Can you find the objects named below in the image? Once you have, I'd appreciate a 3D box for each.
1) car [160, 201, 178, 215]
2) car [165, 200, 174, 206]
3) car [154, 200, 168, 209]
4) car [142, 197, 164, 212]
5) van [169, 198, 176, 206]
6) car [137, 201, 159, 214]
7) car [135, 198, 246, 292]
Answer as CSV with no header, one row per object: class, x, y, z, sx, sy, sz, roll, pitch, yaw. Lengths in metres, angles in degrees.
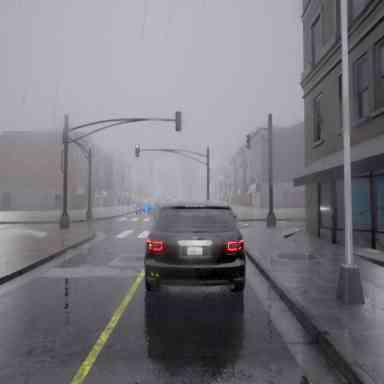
car,-2.613,1.804,38.803,1.837,1.490,4.892,0,-1,0
car,-5.151,2.562,76.812,1.887,1.381,4.507,1,-1,0
car,-5.193,2.122,55.654,1.887,1.381,4.507,2,-1,0
car,-5.208,1.694,45.080,2.192,1.841,5.009,2,-1,0
van,-5.125,2.600,87.394,1.690,1.788,3.998,1,-1,0
car,-5.225,1.841,40.091,2.008,1.369,4.403,2,-1,0
car,0.085,1.193,8.991,2.150,2.045,5.566,0,0,1
